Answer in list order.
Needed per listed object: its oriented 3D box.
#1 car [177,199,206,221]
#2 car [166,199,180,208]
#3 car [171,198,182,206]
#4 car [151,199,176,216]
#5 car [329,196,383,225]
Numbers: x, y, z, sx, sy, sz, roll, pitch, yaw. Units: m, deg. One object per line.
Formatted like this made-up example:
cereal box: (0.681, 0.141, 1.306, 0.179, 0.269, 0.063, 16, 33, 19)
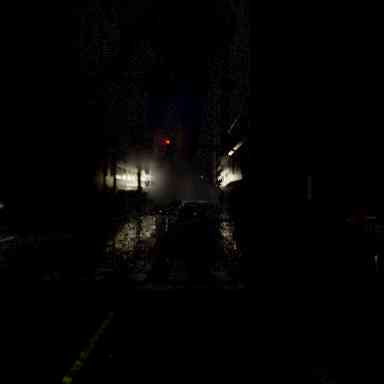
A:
car: (0.009, 1.606, 28.888, 1.882, 1.535, 5.008, -1, 0, -6)
car: (-3.057, 1.831, 53.955, 1.994, 1.385, 4.181, 0, 0, 0)
car: (-3.004, 1.928, 63.917, 1.895, 1.301, 4.718, 0, 0, 0)
car: (-3.095, 1.723, 34.674, 1.994, 1.385, 4.181, 0, 0, 0)
car: (12.082, 1.223, 22.697, 5.009, 1.841, 2.192, -1, 1, 0)
